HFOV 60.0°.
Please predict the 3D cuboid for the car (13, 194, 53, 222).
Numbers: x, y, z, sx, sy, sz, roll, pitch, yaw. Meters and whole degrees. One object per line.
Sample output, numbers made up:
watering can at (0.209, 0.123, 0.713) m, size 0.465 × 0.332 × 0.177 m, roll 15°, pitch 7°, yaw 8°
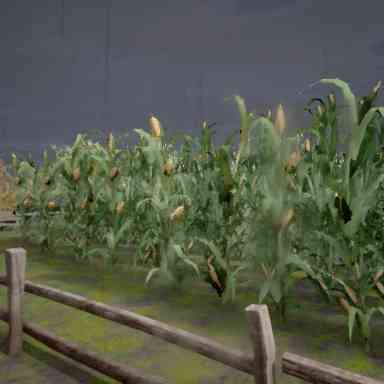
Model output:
car at (-11.110, 1.180, 26.426) m, size 2.150 × 2.045 × 5.566 m, roll 0°, pitch 0°, yaw 36°
